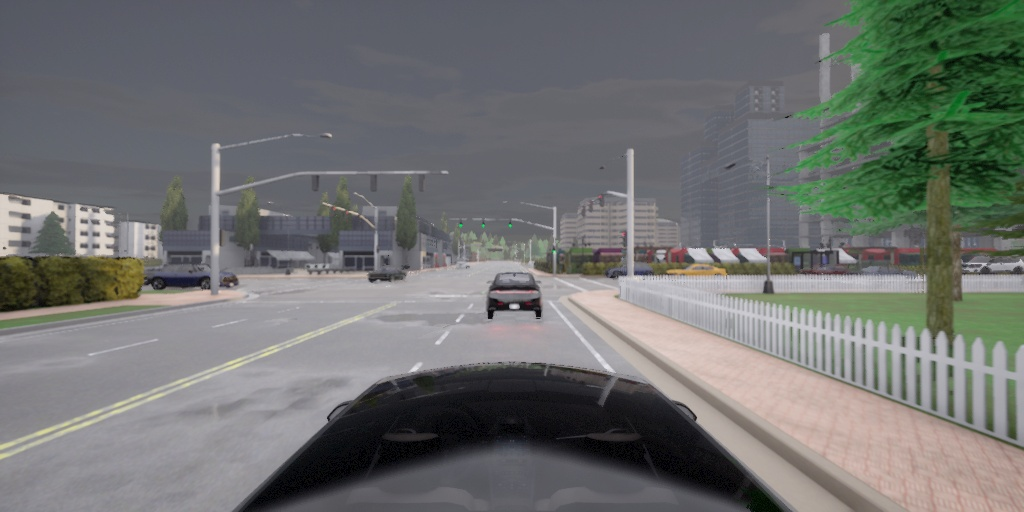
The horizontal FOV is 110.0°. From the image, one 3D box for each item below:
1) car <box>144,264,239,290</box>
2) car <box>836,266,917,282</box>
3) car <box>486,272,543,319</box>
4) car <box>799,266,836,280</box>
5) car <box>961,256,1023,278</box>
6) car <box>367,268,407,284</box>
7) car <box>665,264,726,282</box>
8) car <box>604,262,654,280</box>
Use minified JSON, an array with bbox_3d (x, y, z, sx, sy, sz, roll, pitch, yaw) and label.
[{"bbox_3d":[-20.717,1.303,23.624,4.553,1.767,2.097,0,-1,0],"label":"car"},{"bbox_3d":[32.790,1.576,32.039,5.357,1.411,2.033,0,-1,-1],"label":"car"},{"bbox_3d":[0.090,1.350,13.412,2.128,1.511,4.902,0,0,0],"label":"car"},{"bbox_3d":[31.357,1.661,35.504,4.718,1.301,1.895,0,-1,-1],"label":"car"},{"bbox_3d":[47.598,1.006,35.823,5.566,2.045,2.150,0,-1,-1],"label":"car"},{"bbox_3d":[-10.494,1.637,30.379,1.895,1.301,4.718,0,0,0],"label":"car"},{"bbox_3d":[16.145,1.503,31.630,5.008,1.535,1.882,0,-1,-1],"label":"car"},{"bbox_3d":[11.369,1.409,35.014,4.553,1.767,2.097,0,-1,-1],"label":"car"}]
